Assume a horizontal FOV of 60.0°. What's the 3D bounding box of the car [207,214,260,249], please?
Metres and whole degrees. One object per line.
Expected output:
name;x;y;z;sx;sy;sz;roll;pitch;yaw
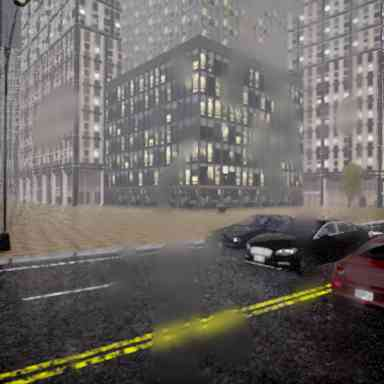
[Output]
car;3.183;1.656;14.199;5.357;1.411;2.033;1;0;-37

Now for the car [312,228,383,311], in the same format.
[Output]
car;4.763;1.601;7.029;4.674;1.442;1.812;1;0;-37

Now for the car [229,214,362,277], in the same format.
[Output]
car;3.796;1.582;10.605;4.902;1.511;2.128;1;0;-37
